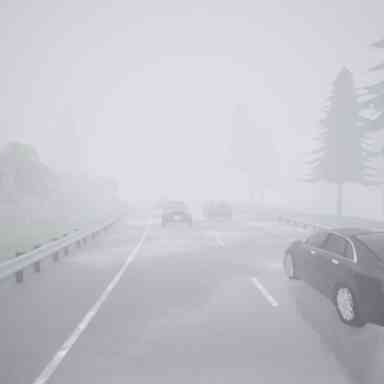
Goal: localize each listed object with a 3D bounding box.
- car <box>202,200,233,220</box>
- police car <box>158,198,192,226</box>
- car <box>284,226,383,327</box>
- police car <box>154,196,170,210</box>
[{"bbox_3d":[1.977,1.400,26.950,2.128,1.511,4.902,0,0,-6],"label":"car"},{"bbox_3d":[-1.133,1.430,22.997,2.038,1.542,4.974,0,0,-5],"label":"police car"},{"bbox_3d":[3.411,1.476,6.950,1.837,1.490,4.892,0,0,-2],"label":"car"},{"bbox_3d":[-3.613,1.295,41.172,1.930,1.638,5.238,0,0,-10],"label":"police car"}]
